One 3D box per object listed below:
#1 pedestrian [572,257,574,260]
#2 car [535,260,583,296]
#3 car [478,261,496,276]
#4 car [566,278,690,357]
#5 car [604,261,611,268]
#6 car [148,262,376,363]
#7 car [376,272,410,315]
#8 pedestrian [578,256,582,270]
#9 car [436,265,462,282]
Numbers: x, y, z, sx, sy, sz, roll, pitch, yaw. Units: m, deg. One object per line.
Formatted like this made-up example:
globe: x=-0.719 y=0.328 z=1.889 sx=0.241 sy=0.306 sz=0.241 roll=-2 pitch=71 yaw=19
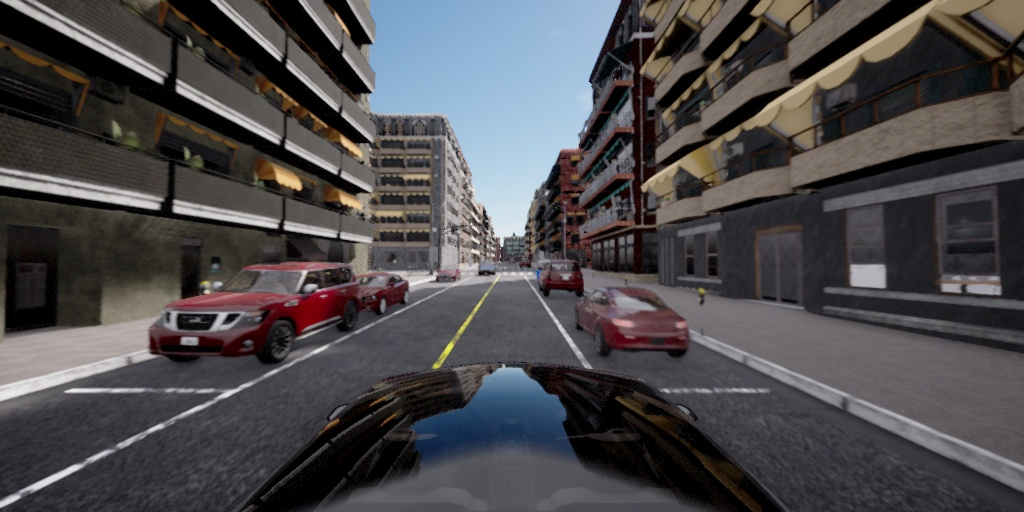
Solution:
pedestrian: x=7.006 y=1.021 z=41.689 sx=0.375 sy=1.860 sz=0.375 roll=1 pitch=-1 yaw=0
car: x=2.533 y=1.130 z=19.413 sx=2.192 sy=1.841 sz=5.009 roll=0 pitch=0 yaw=0
car: x=-2.754 y=1.505 z=40.690 sx=2.033 sy=1.411 sz=5.357 roll=0 pitch=0 yaw=0
car: x=2.534 y=1.354 z=8.351 sx=1.802 sy=1.307 sz=4.207 roll=0 pitch=0 yaw=0
car: x=13.741 y=1.383 z=48.364 sx=4.403 sy=1.370 sz=2.007 roll=0 pitch=0 yaw=0
car: x=-5.314 y=1.086 z=8.405 sx=2.192 sy=1.841 sz=5.009 roll=0 pitch=0 yaw=0
car: x=-5.315 y=1.337 z=13.937 sx=1.888 sy=1.381 sz=4.507 roll=0 pitch=0 yaw=0
pedestrian: x=8.006 y=0.945 z=42.291 sx=0.375 sy=1.860 sz=0.375 roll=1 pitch=-1 yaw=0
car: x=-5.317 y=1.447 z=30.529 sx=1.802 sy=1.307 sz=4.207 roll=0 pitch=0 yaw=0
